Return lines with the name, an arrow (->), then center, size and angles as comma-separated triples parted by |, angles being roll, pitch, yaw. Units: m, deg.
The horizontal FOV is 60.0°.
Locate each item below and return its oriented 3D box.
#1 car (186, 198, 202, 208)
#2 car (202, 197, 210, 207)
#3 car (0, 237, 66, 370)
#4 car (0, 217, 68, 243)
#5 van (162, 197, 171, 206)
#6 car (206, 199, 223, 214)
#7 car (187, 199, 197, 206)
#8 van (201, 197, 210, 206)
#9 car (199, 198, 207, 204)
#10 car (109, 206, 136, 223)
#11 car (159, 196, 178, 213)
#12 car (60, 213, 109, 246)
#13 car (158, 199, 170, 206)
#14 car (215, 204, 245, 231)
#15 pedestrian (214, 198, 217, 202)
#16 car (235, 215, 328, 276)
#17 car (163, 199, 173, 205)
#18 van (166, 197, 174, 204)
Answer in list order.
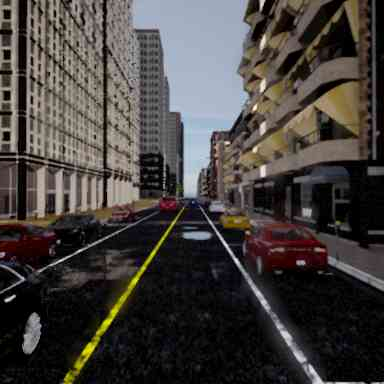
car -> 0.119, 1.876, 57.947 | 2.097, 1.767, 4.553 | 0, -1, -3
car -> 2.747, 2.138, 61.305 | 1.802, 1.307, 4.206 | 0, -1, 0
car -> -3.097, 1.533, 3.180 | 1.837, 1.490, 4.892 | 0, 0, 0
car -> -5.680, 1.673, 10.477 | 1.802, 1.307, 4.206 | 0, 0, 0
van -> -5.624, 2.004, 72.612 | 1.690, 1.788, 3.998 | 0, -1, 0
car -> 3.038, 1.885, 40.276 | 1.812, 1.442, 4.674 | 0, -1, 0
car -> 0.066, 2.194, 70.315 | 1.994, 1.385, 4.181 | 0, -1, 0
van -> 2.752, 1.951, 66.955 | 1.690, 1.788, 3.998 | 0, -1, 0
car -> 2.768, 2.325, 83.898 | 2.008, 1.369, 4.403 | 0, -1, 0
car -> -5.664, 1.822, 27.423 | 1.802, 1.307, 4.206 | 0, -1, 0
car -> -3.051, 1.615, 44.099 | 2.150, 2.045, 5.566 | 0, -1, 0
car -> -5.675, 1.706, 16.126 | 1.947, 1.339, 4.313 | 0, 0, 0
car -> -5.628, 2.175, 66.961 | 1.947, 1.339, 4.313 | 0, -1, 0
car -> 2.711, 1.718, 21.937 | 1.752, 1.417, 4.829 | 0, -1, 0
pedestrian -> 3.040, 1.679, 43.114 | 0.375, 1.860, 0.375 | 0, 0, -2
car -> 2.700, 1.636, 10.469 | 1.887, 1.381, 4.507 | 0, 0, 0
car -> -5.618, 2.269, 78.258 | 2.008, 1.369, 4.403 | 0, -1, 0
van -> -5.613, 2.115, 83.908 | 1.690, 1.788, 3.998 | 0, -1, 0
